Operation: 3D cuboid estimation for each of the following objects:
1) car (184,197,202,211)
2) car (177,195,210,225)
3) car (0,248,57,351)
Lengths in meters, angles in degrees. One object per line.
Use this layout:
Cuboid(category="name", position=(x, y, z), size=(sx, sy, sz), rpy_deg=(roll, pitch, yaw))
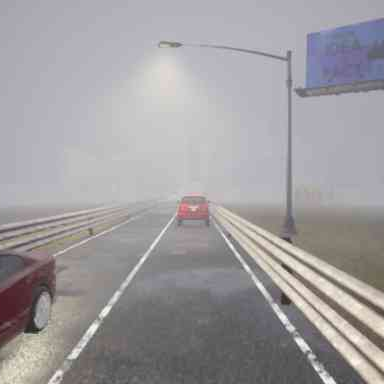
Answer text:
Cuboid(category="car", position=(0.099, 1.477, 42.458), size=(2.128, 1.511, 4.902), rpy_deg=(0, 0, 0))
Cuboid(category="car", position=(0.114, 1.213, 23.910), size=(2.150, 2.045, 5.566), rpy_deg=(0, 0, 0))
Cuboid(category="car", position=(-3.343, 1.476, 3.928), size=(1.882, 1.535, 5.008), rpy_deg=(0, 0, 0))
